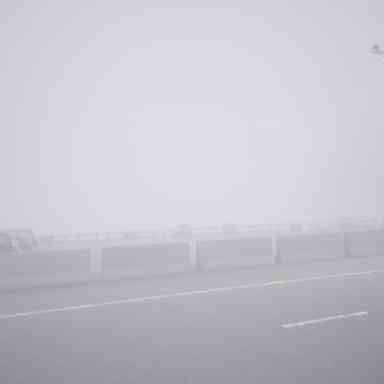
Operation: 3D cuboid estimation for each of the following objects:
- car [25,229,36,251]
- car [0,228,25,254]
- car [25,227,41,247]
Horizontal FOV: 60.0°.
[{"bbox_3d":[-12.975,3.437,21.439,4.892,1.490,1.837,-1,-4,-22],"label":"car"},{"bbox_3d":[-11.867,3.022,18.130,4.553,1.767,2.097,-1,-4,-22],"label":"car"},{"bbox_3d":[-13.801,3.542,24.868,4.553,1.767,2.097,-1,-4,-22],"label":"car"}]
